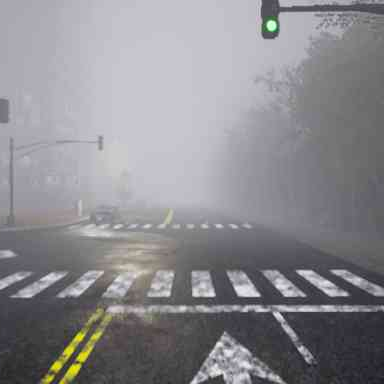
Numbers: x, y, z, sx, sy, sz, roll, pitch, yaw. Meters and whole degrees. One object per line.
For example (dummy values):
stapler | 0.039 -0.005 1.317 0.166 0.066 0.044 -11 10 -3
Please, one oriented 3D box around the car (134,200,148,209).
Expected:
car | -8.054 1.979 52.434 1.812 1.442 4.674 0 0 -3

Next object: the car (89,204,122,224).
car | -6.948 1.725 27.108 2.128 1.511 4.902 0 0 -2
